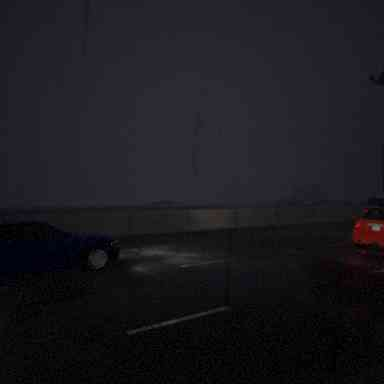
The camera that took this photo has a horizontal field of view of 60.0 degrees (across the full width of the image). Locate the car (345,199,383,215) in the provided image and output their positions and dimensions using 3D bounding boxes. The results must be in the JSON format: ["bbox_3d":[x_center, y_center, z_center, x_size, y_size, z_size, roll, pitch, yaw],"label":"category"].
[{"bbox_3d":[18.387,1.465,34.204,4.902,1.511,2.128,0,0,-24],"label":"car"}]

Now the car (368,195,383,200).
[{"bbox_3d":[12.378,1.208,19.360,5.566,2.045,2.150,0,0,-28],"label":"car"}]

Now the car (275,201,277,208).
[{"bbox_3d":[12.644,1.447,43.113,4.902,1.511,2.128,0,0,-24],"label":"car"}]

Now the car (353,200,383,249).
[{"bbox_3d":[8.521,1.343,13.152,4.553,1.767,2.097,0,0,-30],"label":"car"}]

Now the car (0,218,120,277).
[{"bbox_3d":[-4.462,1.460,9.050,5.008,1.535,1.882,0,0,-35],"label":"car"}]

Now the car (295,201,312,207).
[{"bbox_3d":[15.734,1.509,40.716,5.357,1.411,2.033,0,0,-24],"label":"car"}]

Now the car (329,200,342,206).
[{"bbox_3d":[16.183,1.531,37.032,4.181,1.385,1.994,0,0,-24],"label":"car"}]
